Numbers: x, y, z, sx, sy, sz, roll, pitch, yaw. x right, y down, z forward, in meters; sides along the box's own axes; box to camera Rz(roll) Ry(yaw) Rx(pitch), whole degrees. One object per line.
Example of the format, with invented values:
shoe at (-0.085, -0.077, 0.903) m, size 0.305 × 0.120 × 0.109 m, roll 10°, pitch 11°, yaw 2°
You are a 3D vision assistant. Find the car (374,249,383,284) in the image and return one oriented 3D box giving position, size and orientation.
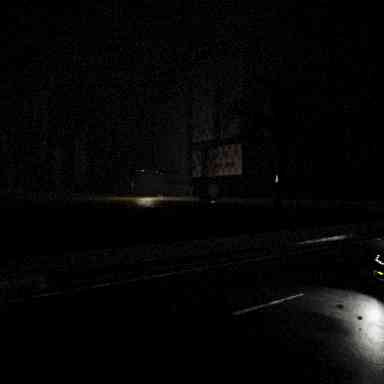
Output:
car at (6.414, 1.506, 8.277) m, size 4.892 × 1.490 × 1.837 m, roll 0°, pitch 0°, yaw -36°

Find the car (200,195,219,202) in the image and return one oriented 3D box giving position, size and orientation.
car at (3.522, 1.301, 68.308) m, size 1.837 × 1.490 × 4.892 m, roll 0°, pitch 0°, yaw -36°
